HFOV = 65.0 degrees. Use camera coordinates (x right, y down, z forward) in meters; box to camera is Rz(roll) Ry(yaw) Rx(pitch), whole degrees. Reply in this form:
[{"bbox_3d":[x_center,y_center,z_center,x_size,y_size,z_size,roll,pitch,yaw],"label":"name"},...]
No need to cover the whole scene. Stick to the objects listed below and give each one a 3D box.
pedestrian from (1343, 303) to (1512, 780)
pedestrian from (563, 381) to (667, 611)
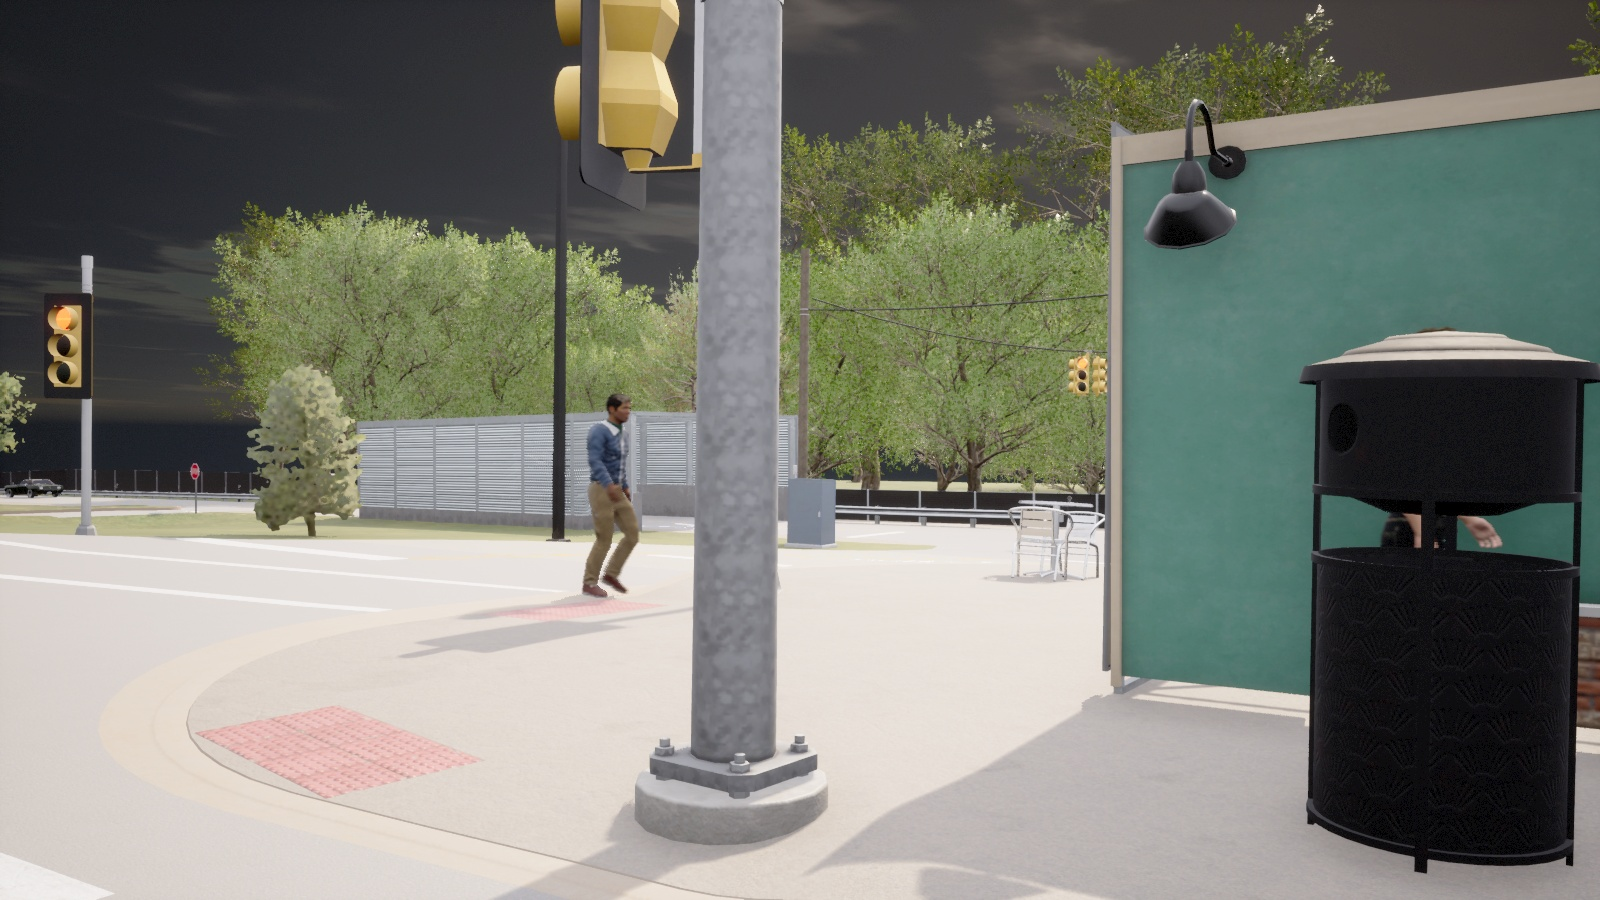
[{"bbox_3d":[2.544,0.351,5.118,0.594,1.836,0.345,0,1,26],"label":"pedestrian"},{"bbox_3d":[-1.616,0.389,10.986,0.788,1.949,0.423,0,1,26],"label":"pedestrian"}]
